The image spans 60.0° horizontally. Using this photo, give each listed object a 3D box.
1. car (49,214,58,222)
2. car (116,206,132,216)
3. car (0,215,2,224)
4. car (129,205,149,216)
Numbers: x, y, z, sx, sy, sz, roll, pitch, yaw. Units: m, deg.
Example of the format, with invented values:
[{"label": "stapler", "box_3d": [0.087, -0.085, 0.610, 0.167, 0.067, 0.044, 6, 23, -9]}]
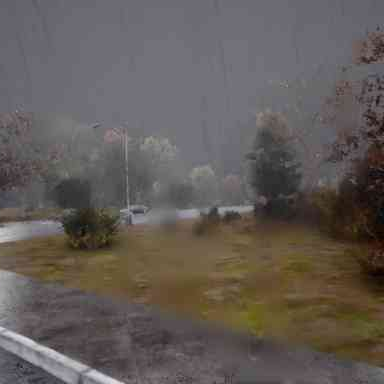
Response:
[{"label": "car", "box_3d": [-13.473, 2.519, 36.664, 1.994, 1.385, 4.181, -3, -2, 32]}, {"label": "car", "box_3d": [-7.323, 2.087, 26.491, 1.895, 1.301, 4.718, -3, -2, 33]}, {"label": "car", "box_3d": [-18.914, 2.441, 28.352, 1.837, 1.490, 4.892, -3, -2, 35]}, {"label": "car", "box_3d": [-7.919, 2.493, 45.408, 2.128, 1.511, 4.902, -3, -2, 32]}]
